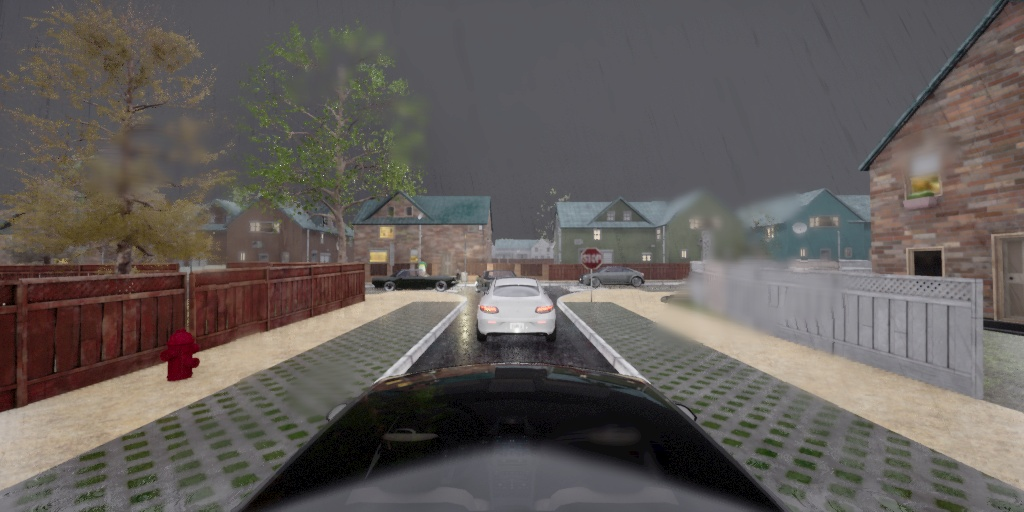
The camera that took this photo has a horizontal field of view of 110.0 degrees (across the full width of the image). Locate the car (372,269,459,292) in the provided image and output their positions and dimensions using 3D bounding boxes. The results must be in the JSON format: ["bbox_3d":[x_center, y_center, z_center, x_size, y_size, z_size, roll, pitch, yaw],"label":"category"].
[{"bbox_3d":[-5.490,1.416,20.909,4.718,1.301,1.895,-1,-1,1],"label":"car"}]

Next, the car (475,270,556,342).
[{"bbox_3d":[0.100,1.279,9.707,1.812,1.442,4.674,0,0,0],"label":"car"}]

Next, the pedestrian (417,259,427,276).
[{"bbox_3d":[-6.711,1.118,26.793,0.375,1.860,0.375,0,-1,1],"label":"pedestrian"}]

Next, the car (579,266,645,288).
[{"bbox_3d":[6.529,1.344,23.704,4.181,1.385,1.994,0,-1,1],"label":"car"}]
